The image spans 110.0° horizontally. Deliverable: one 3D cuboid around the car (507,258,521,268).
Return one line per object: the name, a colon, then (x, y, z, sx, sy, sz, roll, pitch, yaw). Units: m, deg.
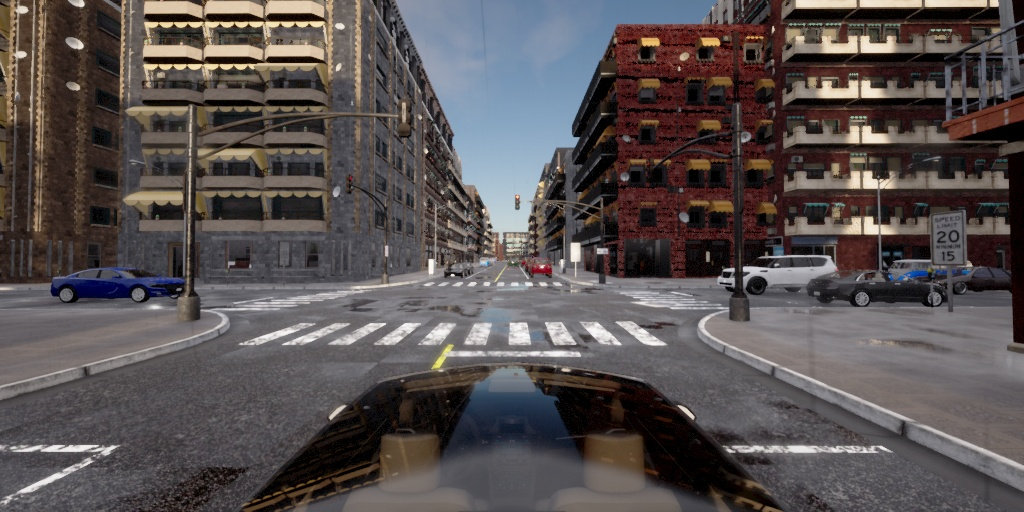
car: (0.233, 1.178, 64.447, 2.097, 1.767, 4.553, 0, 0, 0)

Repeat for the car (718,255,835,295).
car: (14.066, 0.969, 19.046, 5.566, 2.045, 2.150, 0, -1, 0)

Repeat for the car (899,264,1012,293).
car: (24.318, 1.271, 18.989, 5.357, 1.411, 2.033, 0, -1, 0)

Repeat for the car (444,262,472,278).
car: (-5.244, 1.328, 33.900, 1.948, 1.339, 4.313, 0, 0, 0)

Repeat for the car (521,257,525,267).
car: (2.661, 1.086, 45.051, 2.192, 1.841, 5.009, 0, 0, 0)

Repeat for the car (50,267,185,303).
car: (-17.582, 1.255, 16.242, 5.008, 1.535, 1.882, 0, -1, 0)

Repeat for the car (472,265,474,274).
car: (-5.232, 1.331, 39.461, 1.948, 1.339, 4.313, 0, 0, 0)

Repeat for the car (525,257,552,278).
car: (2.637, 1.077, 33.928, 2.192, 1.841, 5.009, 0, 0, 0)

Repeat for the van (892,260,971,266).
van: (24.946, 1.115, 21.438, 3.998, 1.789, 1.690, 0, 0, 0)

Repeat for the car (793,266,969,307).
car: (13.771, 1.185, 13.610, 4.403, 1.370, 2.007, 0, 0, 0)
